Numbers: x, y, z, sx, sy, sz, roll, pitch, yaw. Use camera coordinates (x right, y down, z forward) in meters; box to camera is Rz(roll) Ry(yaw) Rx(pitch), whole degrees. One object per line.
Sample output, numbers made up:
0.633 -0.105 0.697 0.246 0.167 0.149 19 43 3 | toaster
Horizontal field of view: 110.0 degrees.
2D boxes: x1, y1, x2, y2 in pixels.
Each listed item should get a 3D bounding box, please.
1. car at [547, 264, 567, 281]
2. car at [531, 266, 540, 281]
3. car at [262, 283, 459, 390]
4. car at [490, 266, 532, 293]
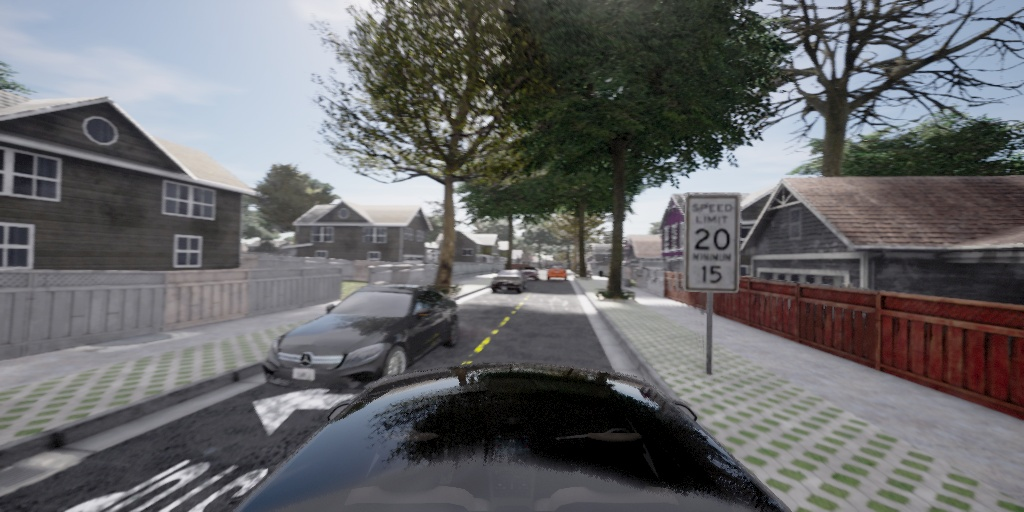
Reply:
4.889 1.686 38.784 2.097 1.767 4.553 1 -1 8 | car
1.796 1.769 37.239 1.812 1.442 4.674 1 -1 8 | car
-2.352 1.292 6.929 1.812 1.442 4.674 1 -1 8 | car
-0.090 1.568 23.640 2.033 1.411 5.357 1 -1 8 | car
